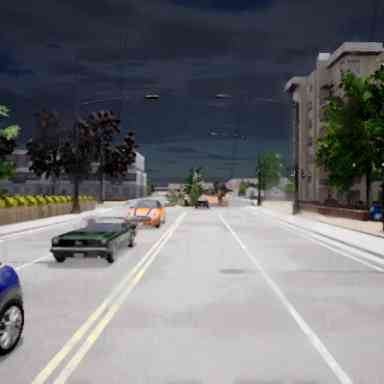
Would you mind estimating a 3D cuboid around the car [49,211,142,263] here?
[{"bbox_3d":[-3.281,1.571,12.033,1.895,1.301,4.718,0,0,2],"label":"car"}]

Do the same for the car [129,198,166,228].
[{"bbox_3d":[-2.969,1.318,21.995,2.097,1.767,4.553,0,0,2],"label":"car"}]

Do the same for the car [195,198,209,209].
[{"bbox_3d":[1.496,1.600,48.675,1.882,1.535,5.008,0,-1,2],"label":"car"}]

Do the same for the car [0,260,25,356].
[{"bbox_3d":[-3.547,1.326,2.988,2.097,1.767,4.553,0,0,2],"label":"car"}]
